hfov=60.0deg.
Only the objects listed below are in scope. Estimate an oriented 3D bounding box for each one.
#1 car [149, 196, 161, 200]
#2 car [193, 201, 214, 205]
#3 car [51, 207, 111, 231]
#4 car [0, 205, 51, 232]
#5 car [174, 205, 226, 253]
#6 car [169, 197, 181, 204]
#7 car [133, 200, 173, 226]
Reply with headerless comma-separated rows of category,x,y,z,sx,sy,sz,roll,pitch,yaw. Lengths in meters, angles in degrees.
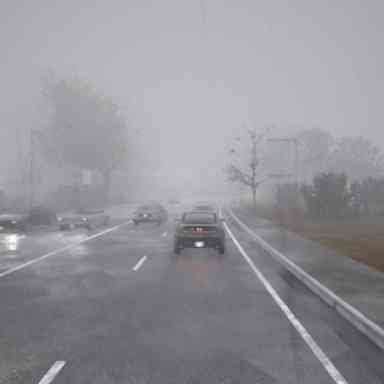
car,-6.864,1.527,60.935,1.812,1.442,4.674,0,0,7
car,1.025,1.529,29.958,1.812,1.442,4.674,0,0,3
car,-6.647,1.599,20.845,1.895,1.301,4.718,0,0,2
car,-10.172,1.544,20.502,2.033,1.411,5.357,0,0,2
car,0.314,1.506,13.627,1.837,1.490,4.892,0,0,2
car,-3.193,1.551,62.126,2.033,1.411,5.357,0,0,8
car,-2.833,1.548,23.563,2.033,1.411,5.357,0,0,3
